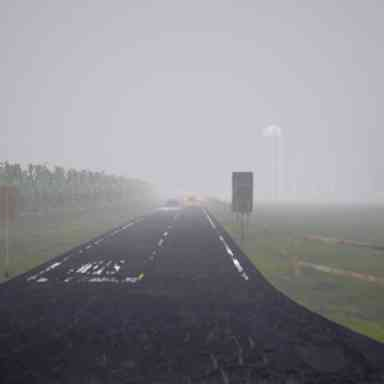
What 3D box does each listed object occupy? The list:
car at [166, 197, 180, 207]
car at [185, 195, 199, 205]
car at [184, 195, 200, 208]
[{"bbox_3d":[-2.724,1.419,48.621,1.895,1.301,4.718,0,0,0],"label":"car"},{"bbox_3d":[0.026,1.292,54.471,2.128,1.511,4.902,0,0,0],"label":"car"},{"bbox_3d":[0.024,1.310,44.051,1.882,1.535,5.008,0,0,0],"label":"car"}]
